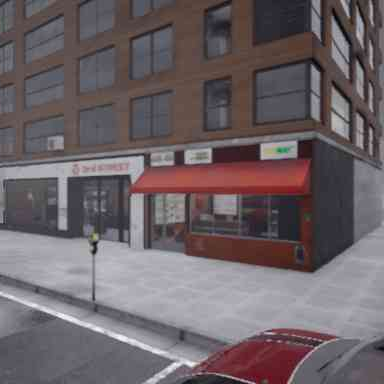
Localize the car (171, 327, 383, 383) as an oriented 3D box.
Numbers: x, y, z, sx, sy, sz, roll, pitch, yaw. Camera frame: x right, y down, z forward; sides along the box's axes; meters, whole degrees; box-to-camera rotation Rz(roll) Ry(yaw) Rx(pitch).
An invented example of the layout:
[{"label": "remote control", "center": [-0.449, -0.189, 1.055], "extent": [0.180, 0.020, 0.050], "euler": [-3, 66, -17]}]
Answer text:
[{"label": "car", "center": [1.561, 1.441, 1.696], "extent": [4.097, 1.590, 1.967], "euler": [0, 0, 36]}]
